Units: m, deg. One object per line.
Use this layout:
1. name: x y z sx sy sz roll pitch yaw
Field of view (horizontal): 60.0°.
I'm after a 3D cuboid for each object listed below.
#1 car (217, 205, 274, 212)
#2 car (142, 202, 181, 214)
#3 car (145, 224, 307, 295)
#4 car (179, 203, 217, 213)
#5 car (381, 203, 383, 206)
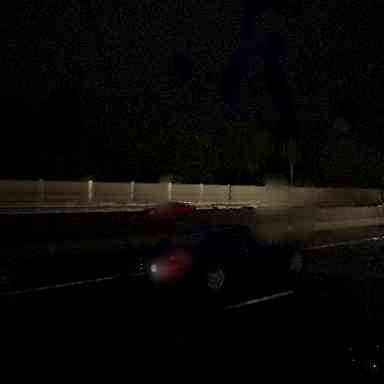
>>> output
1. car: 4.399 1.664 24.339 4.674 1.442 1.812 1 0 -36
2. car: -1.842 1.595 28.484 5.008 1.535 1.882 1 0 -36
3. car: 1.039 1.571 8.791 4.674 1.442 1.812 1 0 -36
4. car: 1.624 1.732 26.659 4.718 1.301 1.895 1 0 -36
5. car: 31.493 1.957 52.216 4.674 1.442 1.812 0 0 -35
